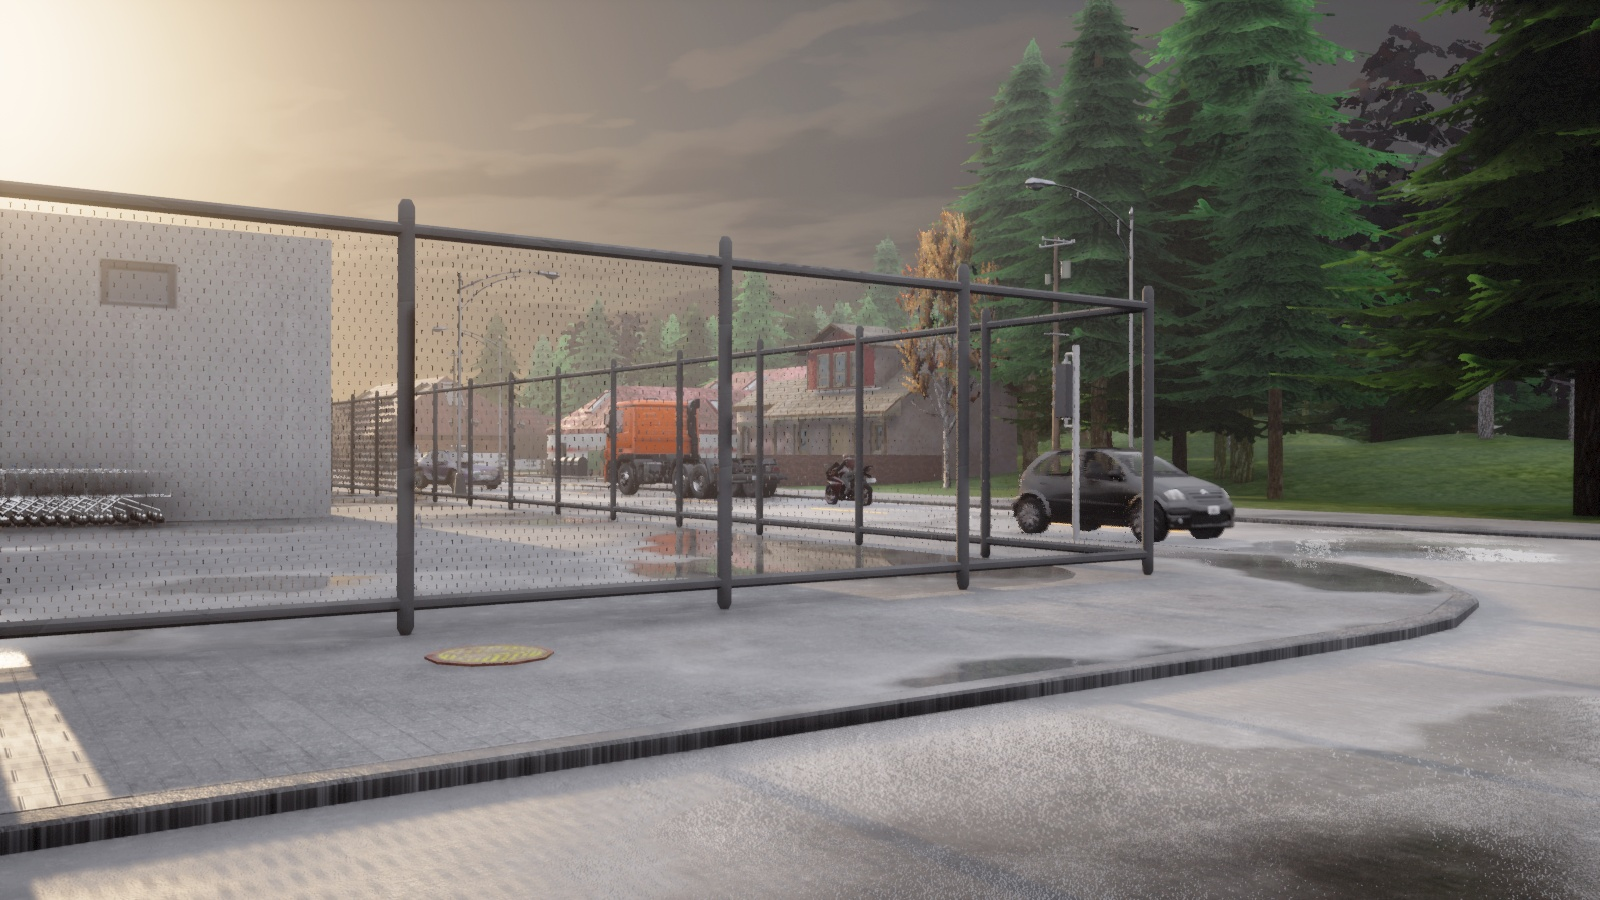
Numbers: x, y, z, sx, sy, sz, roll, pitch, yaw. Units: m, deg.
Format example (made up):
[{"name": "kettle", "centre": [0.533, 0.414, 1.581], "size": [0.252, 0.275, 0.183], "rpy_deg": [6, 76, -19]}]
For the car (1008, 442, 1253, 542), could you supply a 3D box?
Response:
[{"name": "car", "centre": [5.798, 0.686, 22.437], "size": [1.851, 1.617, 3.988], "rpy_deg": [0, 0, -35]}]

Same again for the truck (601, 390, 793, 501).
[{"name": "truck", "centre": [-3.727, -0.123, 43.236], "size": [2.891, 3.462, 7.936], "rpy_deg": [0, 0, -36]}]

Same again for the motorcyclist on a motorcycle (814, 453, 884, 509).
[{"name": "motorcyclist on a motorcycle", "centre": [1.377, 0.865, 35.853], "size": [0.866, 1.530, 2.191], "rpy_deg": [0, 0, -35]}]

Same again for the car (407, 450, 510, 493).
[{"name": "car", "centre": [-13.895, 0.829, 50.923], "size": [2.033, 1.649, 4.856], "rpy_deg": [0, 0, -42]}]
